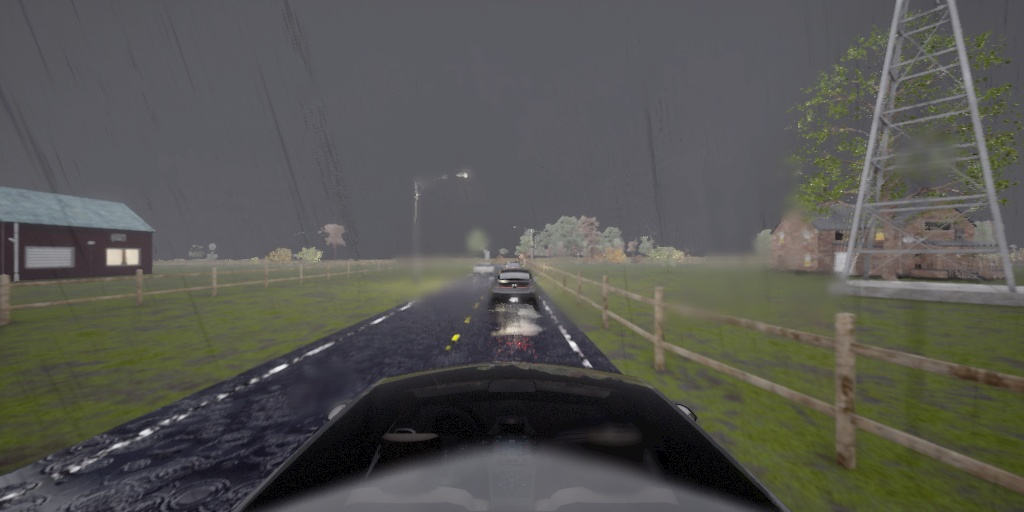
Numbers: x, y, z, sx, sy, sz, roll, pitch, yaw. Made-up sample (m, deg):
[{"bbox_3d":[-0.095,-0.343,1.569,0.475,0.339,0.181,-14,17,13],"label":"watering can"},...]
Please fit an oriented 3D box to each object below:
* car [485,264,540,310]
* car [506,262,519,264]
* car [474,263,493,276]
[{"bbox_3d":[0.097,1.255,14.694,1.837,1.490,4.892,0,0,0],"label":"car"},{"bbox_3d":[0.094,1.296,36.559,2.033,1.411,5.357,0,0,0],"label":"car"},{"bbox_3d":[-2.851,1.349,37.629,1.895,1.301,4.718,0,0,0],"label":"car"}]
